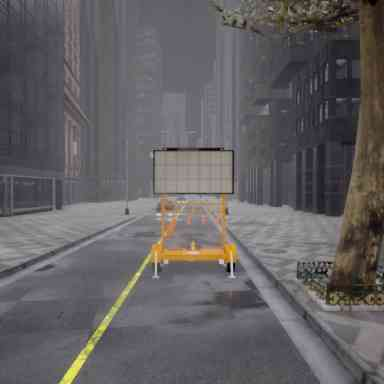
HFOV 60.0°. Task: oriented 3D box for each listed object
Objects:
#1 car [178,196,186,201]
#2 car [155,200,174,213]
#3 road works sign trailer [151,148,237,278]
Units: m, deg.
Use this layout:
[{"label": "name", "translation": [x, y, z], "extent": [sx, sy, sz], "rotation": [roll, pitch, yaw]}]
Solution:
[{"label": "car", "translation": [-2.717, 1.721, 87.477], "extent": [1.994, 1.385, 4.181], "rotation": [0, 0, 0]}, {"label": "car", "translation": [-2.983, 1.589, 37.865], "extent": [2.033, 1.411, 5.357], "rotation": [0, 0, 0]}, {"label": "road works sign trailer", "translation": [0.045, 0.465, 10.099], "extent": [2.380, 3.560, 2.880], "rotation": [0, 0, 0]}]
